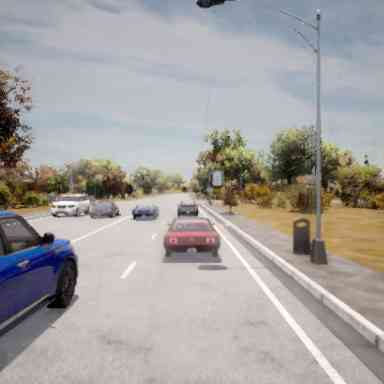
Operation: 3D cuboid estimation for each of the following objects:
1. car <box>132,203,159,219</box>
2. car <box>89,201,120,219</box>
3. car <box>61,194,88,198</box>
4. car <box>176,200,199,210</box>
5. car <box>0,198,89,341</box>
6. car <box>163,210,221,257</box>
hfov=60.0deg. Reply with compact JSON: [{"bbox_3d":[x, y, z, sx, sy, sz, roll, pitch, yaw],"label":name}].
[{"bbox_3d":[-3.836,1.595,28.358,1.895,1.301,4.718,0,0,-1],"label":"car"},{"bbox_3d":[-7.548,1.522,29.156,1.812,1.442,4.674,0,0,-1],"label":"car"},{"bbox_3d":[-11.088,1.219,30.817,2.150,2.045,5.566,0,0,-1],"label":"car"},{"bbox_3d":[-0.374,1.483,30.002,2.128,1.511,4.902,0,0,-1],"label":"car"},{"bbox_3d":[-3.456,1.224,4.673,2.150,2.045,5.566,0,0,0],"label":"car"},{"bbox_3d":[-0.030,1.597,12.957,1.895,1.301,4.718,0,0,-1],"label":"car"}]
